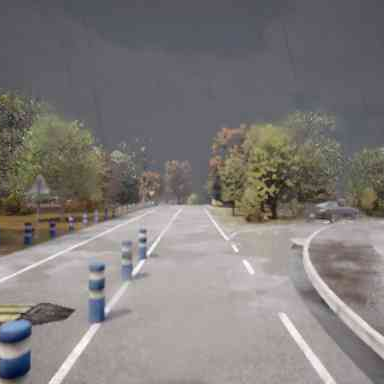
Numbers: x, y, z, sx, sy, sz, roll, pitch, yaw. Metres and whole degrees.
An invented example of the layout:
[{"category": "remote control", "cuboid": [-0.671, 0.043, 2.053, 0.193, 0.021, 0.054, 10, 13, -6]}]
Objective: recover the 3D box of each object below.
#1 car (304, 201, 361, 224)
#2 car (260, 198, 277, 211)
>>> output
[{"category": "car", "cuboid": [9.464, 1.359, 22.382, 4.674, 1.442, 1.812, 1, -7, -35]}, {"category": "car", "cuboid": [8.266, 1.457, 40.536, 1.994, 1.385, 4.181, 6, -4, -43]}]
